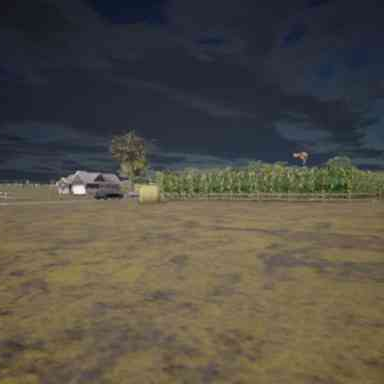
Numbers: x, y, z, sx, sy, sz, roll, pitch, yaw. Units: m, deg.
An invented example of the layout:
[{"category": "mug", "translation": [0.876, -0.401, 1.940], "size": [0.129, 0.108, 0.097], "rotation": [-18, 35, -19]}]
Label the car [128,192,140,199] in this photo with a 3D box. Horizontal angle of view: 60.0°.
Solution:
[{"category": "car", "translation": [-12.123, 0.670, 66.007], "size": [1.812, 1.442, 4.674], "rotation": [-1, 0, 36]}]

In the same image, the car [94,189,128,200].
[{"category": "car", "translation": [-14.482, 0.434, 57.942], "size": [2.150, 2.045, 5.566], "rotation": [-1, 0, 35]}]
